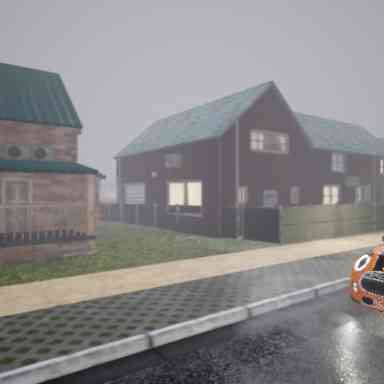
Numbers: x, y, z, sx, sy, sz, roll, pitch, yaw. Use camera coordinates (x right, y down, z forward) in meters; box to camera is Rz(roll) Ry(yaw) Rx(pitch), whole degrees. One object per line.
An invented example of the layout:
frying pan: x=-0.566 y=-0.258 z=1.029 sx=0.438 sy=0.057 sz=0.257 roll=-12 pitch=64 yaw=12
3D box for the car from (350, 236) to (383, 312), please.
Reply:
car: x=5.228 y=1.337 z=6.771 sx=4.553 sy=1.767 sz=2.097 roll=0 pitch=0 yaw=-35
